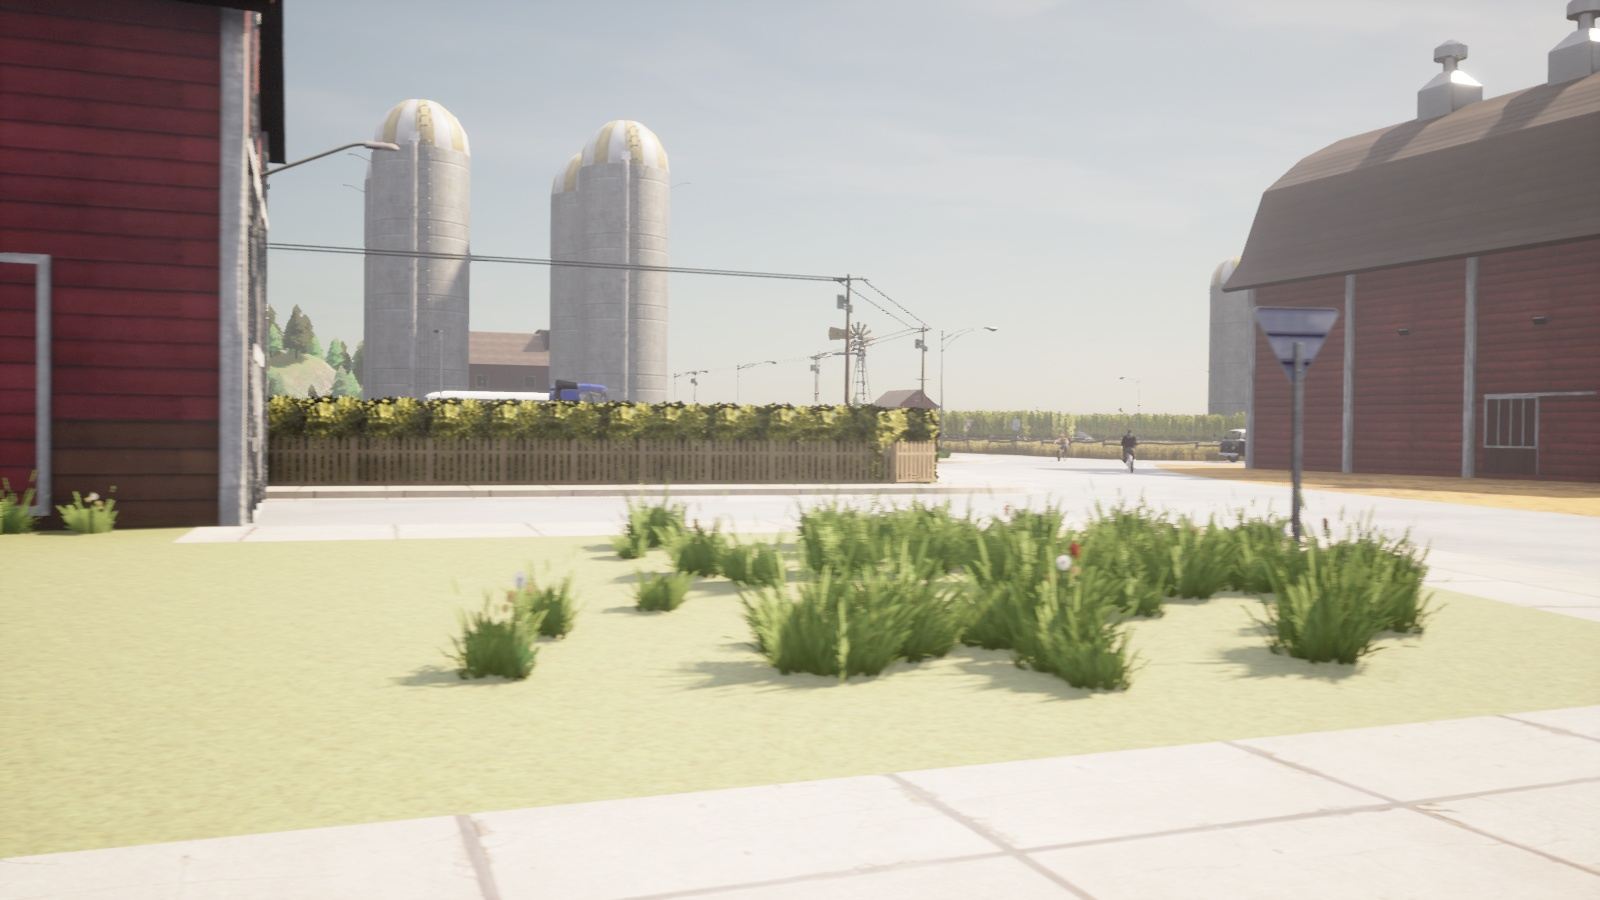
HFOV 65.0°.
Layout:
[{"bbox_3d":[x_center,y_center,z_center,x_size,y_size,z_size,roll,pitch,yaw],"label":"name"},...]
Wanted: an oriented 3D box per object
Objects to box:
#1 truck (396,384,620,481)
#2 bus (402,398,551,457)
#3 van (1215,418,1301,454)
[{"bbox_3d":[-11.125,-0.702,47.848,7.936,3.462,2.891,-1,1,-21],"label":"truck"},{"bbox_3d":[-24.013,-1.697,93.286,10.273,4.253,3.944,-1,1,-22],"label":"bus"},{"bbox_3d":[27.267,-0.850,74.776,4.480,2.038,2.069,-1,1,-18],"label":"van"}]
